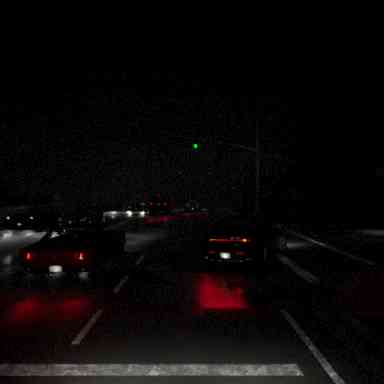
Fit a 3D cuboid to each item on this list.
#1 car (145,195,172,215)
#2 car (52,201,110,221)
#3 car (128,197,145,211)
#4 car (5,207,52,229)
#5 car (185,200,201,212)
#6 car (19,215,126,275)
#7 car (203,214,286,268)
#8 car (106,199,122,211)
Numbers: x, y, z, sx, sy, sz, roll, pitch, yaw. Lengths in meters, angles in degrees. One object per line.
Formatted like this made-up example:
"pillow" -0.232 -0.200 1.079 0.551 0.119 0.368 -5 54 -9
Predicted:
"car" -3.400 1.358 36.255 2.150 2.045 5.566 0 0 0
"car" -7.099 1.586 21.807 1.837 1.490 4.892 0 0 0
"car" -7.002 1.516 43.846 2.097 1.767 4.553 0 0 0
"car" -10.599 1.685 22.639 1.895 1.301 4.718 0 0 0
"car" 0.111 1.678 40.610 1.812 1.442 4.674 0 0 1
"car" -3.403 1.641 10.552 1.895 1.301 4.718 0 0 0
"car" 1.945 1.549 11.641 1.837 1.490 4.892 -3 -1 24
"car" -10.502 1.648 43.710 1.882 1.535 5.008 0 0 0
